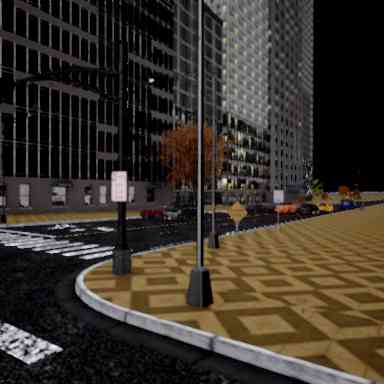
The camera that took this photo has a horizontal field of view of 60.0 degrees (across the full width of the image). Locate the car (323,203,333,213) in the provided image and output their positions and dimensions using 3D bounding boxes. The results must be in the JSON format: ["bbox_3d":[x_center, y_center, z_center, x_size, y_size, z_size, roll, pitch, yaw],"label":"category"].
[{"bbox_3d":[21.310,2.475,53.367,1.882,1.535,5.008,0,-1,33],"label":"car"}]

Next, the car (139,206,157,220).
[{"bbox_3d":[-3.130,2.034,33.568,1.895,1.301,4.718,0,-1,33],"label":"car"}]

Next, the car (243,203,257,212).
[{"bbox_3d":[9.988,2.408,53.800,2.033,1.411,5.357,0,-1,33],"label":"car"}]

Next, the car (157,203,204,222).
[{"bbox_3d":[-0.776,1.785,31.214,2.097,1.767,4.553,0,-1,33],"label":"car"}]

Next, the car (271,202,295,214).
[{"bbox_3d":[13.184,2.161,46.646,2.097,1.767,4.553,0,-1,33],"label":"car"}]

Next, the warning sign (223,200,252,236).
[{"bbox_3d":[2.579,1.432,18.930,1.300,1.860,1.060,1,1,33],"label":"warning sign"}]

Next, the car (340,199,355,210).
[{"bbox_3d":[30.894,2.502,66.167,2.150,2.045,5.566,0,-1,33],"label":"car"}]

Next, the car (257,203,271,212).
[{"bbox_3d":[12.483,2.412,51.682,2.033,1.411,5.357,0,-1,33],"label":"car"}]

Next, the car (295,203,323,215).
[{"bbox_3d":[15.723,2.320,44.594,1.837,1.490,4.892,0,-1,33],"label":"car"}]

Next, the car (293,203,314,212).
[{"bbox_3d":[18.576,2.533,55.123,2.033,1.411,5.357,0,-1,33],"label":"car"}]
